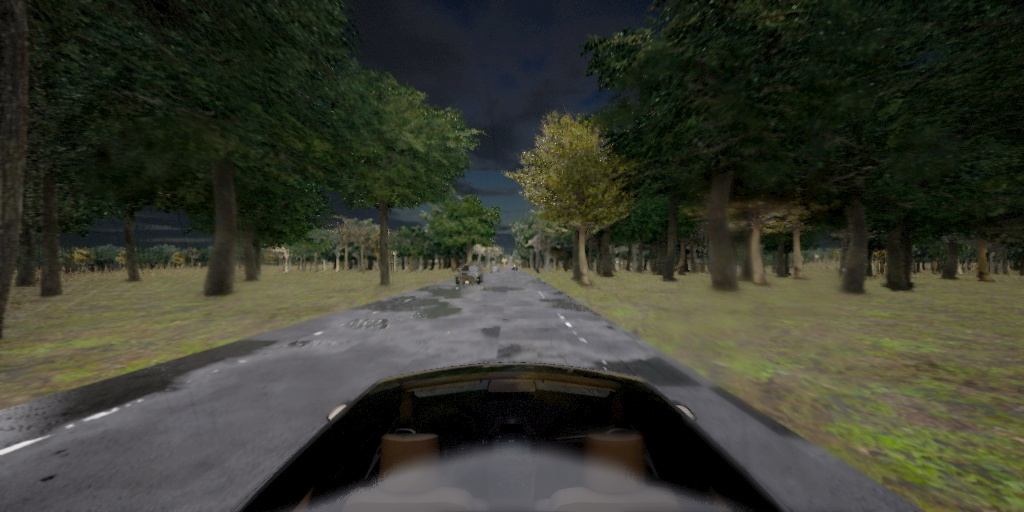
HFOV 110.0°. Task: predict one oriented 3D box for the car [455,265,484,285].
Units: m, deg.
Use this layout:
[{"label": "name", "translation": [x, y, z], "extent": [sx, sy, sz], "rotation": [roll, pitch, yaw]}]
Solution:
[{"label": "car", "translation": [-3.583, 1.549, 30.965], "extent": [2.097, 1.767, 4.553], "rotation": [0, -1, 0]}]
